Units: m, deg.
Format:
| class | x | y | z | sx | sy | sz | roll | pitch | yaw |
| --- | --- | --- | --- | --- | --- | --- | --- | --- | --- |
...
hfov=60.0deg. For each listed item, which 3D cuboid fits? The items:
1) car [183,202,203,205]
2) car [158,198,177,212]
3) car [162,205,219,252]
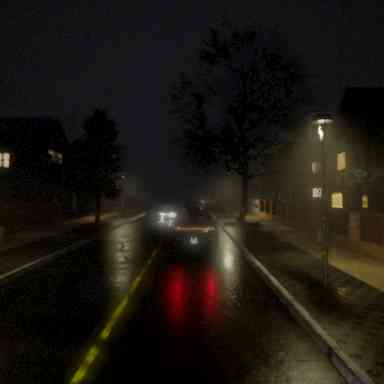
| class | x | y | z | sx | sy | sz | roll | pitch | yaw |
| --- | --- | --- | --- | --- | --- | --- | --- | --- | --- |
| car | 0.087 | 1.569 | 29.747 | 1.994 | 1.385 | 4.181 | 0 | 0 | 0 |
| car | -2.835 | 1.506 | 38.924 | 2.128 | 1.511 | 4.902 | 0 | 0 | 0 |
| car | 0.083 | 1.487 | 13.801 | 2.128 | 1.511 | 4.902 | 0 | 0 | 0 |
